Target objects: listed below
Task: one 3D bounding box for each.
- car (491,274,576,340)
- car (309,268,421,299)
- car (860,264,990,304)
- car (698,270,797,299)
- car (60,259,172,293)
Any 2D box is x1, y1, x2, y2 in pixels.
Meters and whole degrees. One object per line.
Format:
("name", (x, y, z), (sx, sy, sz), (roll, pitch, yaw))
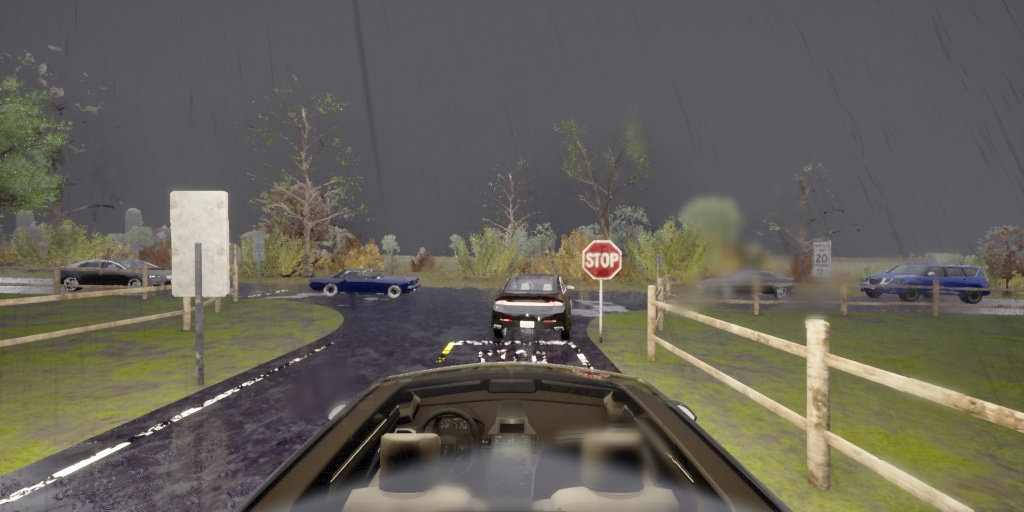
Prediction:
("car", (0.706, 1.240, 10.016), (2.128, 1.511, 4.902), (0, 0, 9))
("car", (-6.823, 1.248, 17.047), (4.718, 1.301, 1.895), (1, 1, 0))
("car", (22.898, 1.466, 19.965), (5.566, 2.045, 2.150), (1, 1, 0))
("car", (13.003, 1.525, 19.975), (4.902, 1.511, 2.128), (1, 1, 0))
("car", (-18.491, 0.885, 17.062), (4.902, 1.511, 2.128), (1, 1, 0))
